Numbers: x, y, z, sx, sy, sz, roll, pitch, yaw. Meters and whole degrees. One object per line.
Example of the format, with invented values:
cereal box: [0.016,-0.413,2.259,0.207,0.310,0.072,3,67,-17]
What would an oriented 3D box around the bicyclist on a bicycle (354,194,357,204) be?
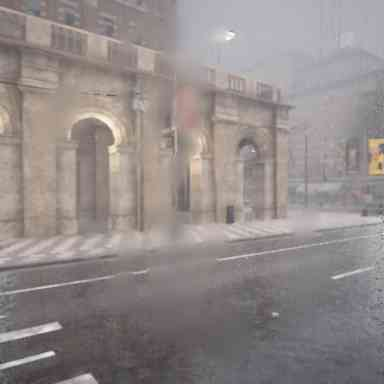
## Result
bicyclist on a bicycle: [29.147,1.250,59.055,1.656,1.620,0.582,0,0,-36]

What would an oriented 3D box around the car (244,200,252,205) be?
car: [7.692,1.567,55.532,1.895,1.301,4.718,0,0,-36]
